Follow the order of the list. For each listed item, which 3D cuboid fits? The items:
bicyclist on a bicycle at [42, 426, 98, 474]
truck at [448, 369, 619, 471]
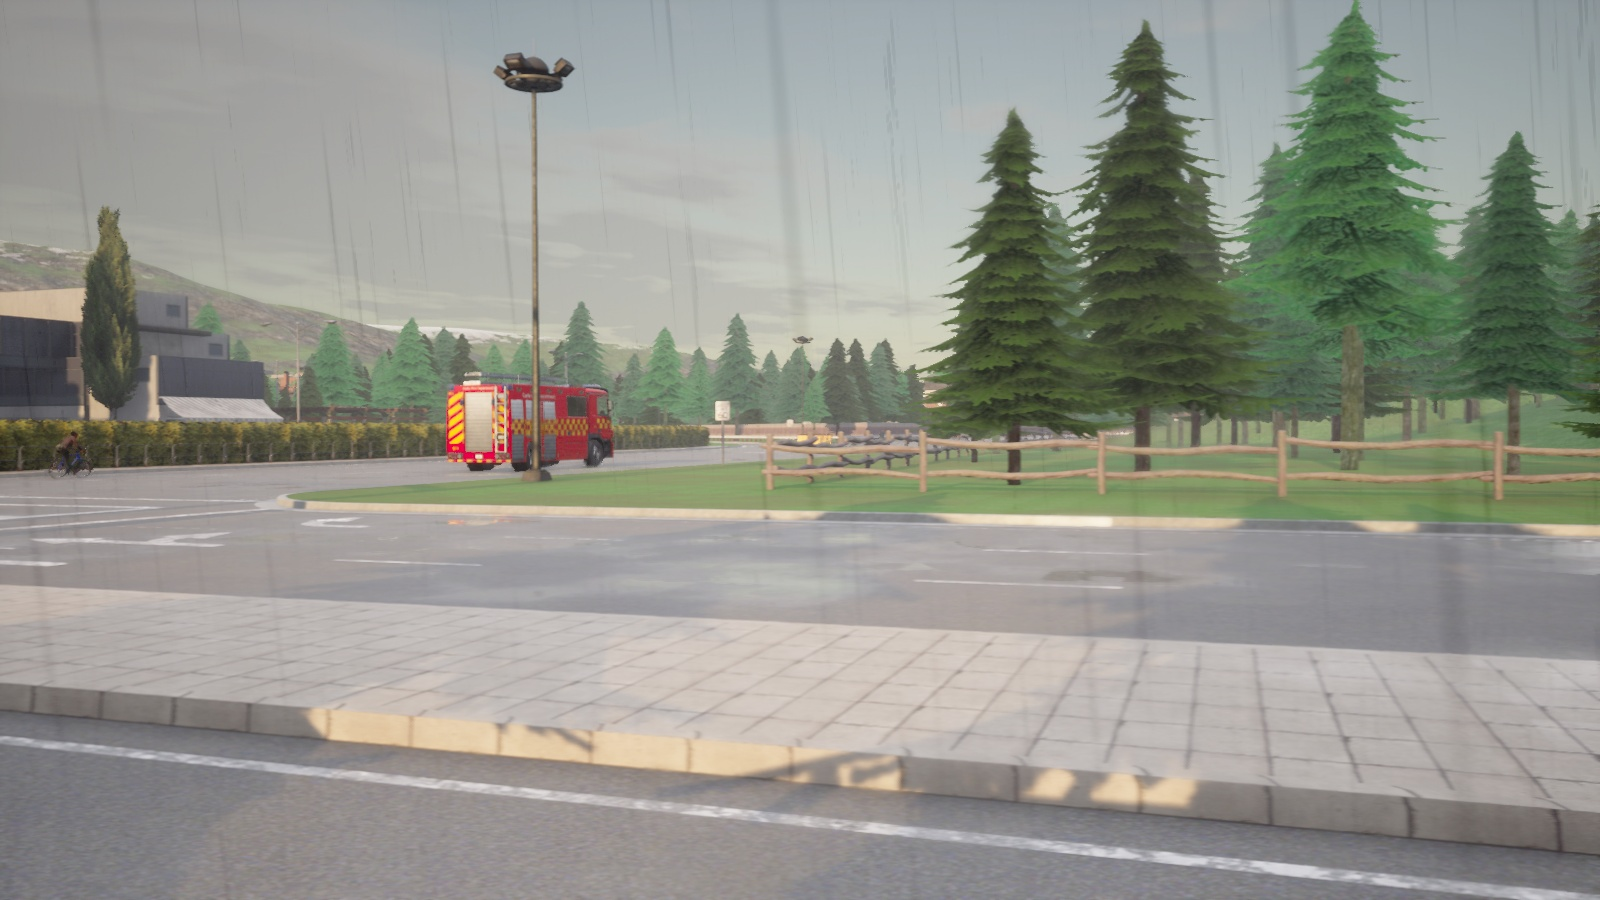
[{"bbox_3d":[-24.985,-0.003,43.001,0.582,1.620,1.656,1,1,20],"label":"bicyclist on a bicycle"},{"bbox_3d":[-10.743,-1.206,51.722,2.891,3.827,8.468,1,1,19],"label":"truck"}]
